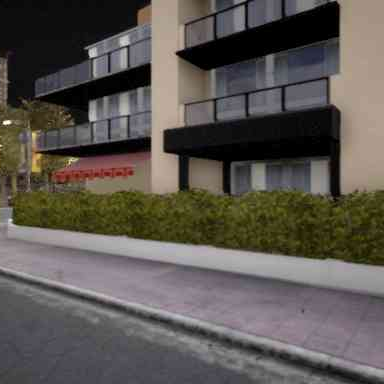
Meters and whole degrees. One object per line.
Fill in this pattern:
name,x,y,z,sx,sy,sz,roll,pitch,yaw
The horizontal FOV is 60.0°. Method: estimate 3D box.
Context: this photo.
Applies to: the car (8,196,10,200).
car,-37.373,1.573,68.887,4.892,1.521,2.231,0,0,36
